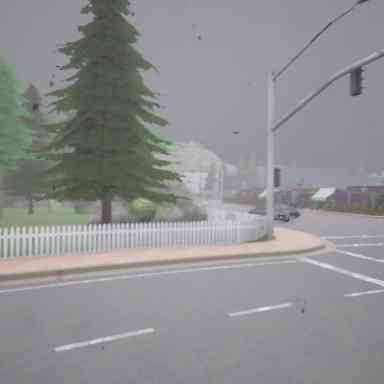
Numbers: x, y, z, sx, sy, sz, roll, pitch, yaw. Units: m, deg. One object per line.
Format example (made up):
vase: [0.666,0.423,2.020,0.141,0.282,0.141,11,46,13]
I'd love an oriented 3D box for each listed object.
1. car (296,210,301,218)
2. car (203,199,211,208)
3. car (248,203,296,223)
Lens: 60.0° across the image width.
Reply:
car: [8.470,1.832,32.775,2.033,1.411,5.357,1,0,-17]
car: [1.630,1.807,54.892,1.812,1.442,4.674,1,0,-17]
car: [6.377,1.803,27.728,1.994,1.385,4.181,1,0,-17]
